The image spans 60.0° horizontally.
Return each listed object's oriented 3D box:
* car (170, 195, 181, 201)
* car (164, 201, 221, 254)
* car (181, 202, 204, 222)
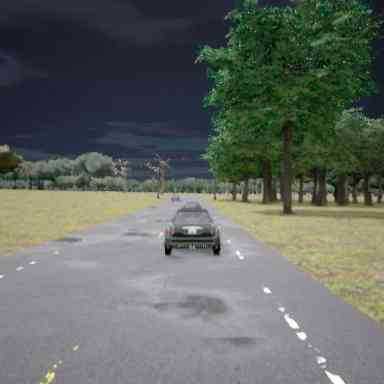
[{"bbox_3d":[-3.448,1.453,70.990,1.837,1.490,4.892,0,1,0],"label":"car"},{"bbox_3d":[0.014,1.452,14.053,2.097,1.767,4.553,0,0,0],"label":"car"},{"bbox_3d":[0.026,1.666,29.290,1.837,1.490,4.892,0,0,0],"label":"car"}]
